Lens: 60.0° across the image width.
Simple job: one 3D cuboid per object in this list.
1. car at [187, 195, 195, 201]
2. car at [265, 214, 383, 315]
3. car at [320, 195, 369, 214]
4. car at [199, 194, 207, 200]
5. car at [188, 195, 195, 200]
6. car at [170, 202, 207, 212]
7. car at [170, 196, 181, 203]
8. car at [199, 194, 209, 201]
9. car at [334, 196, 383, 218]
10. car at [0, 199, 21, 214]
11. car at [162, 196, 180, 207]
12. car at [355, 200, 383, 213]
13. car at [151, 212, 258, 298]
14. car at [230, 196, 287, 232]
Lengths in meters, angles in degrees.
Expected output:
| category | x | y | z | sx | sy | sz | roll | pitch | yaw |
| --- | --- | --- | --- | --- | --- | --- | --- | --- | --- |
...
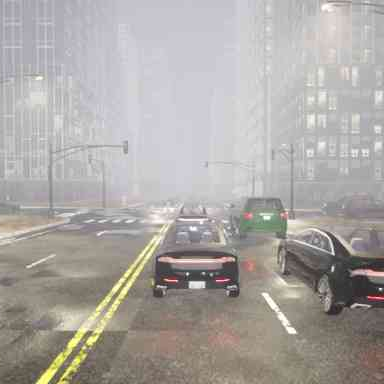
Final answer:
| category | x | y | z | sx | sy | sz | roll | pitch | yaw |
| --- | --- | --- | --- | --- | --- | --- | --- | --- | --- |
| car | -0.229 | 1.480 | 80.874 | 2.033 | 1.411 | 5.357 | 0 | 0 | 0 |
| car | 3.326 | 1.490 | 7.514 | 2.128 | 1.511 | 4.902 | 0 | 0 | 0 |
| car | 16.847 | 1.348 | 35.899 | 5.566 | 2.045 | 2.150 | 1 | 1 | 1 |
| car | 2.991 | 1.319 | 91.300 | 1.994 | 1.385 | 4.181 | 0 | 0 | 0 |
| car | -0.260 | 1.362 | 91.321 | 1.895 | 1.301 | 4.718 | 0 | 0 | 0 |
| car | 0.049 | 1.487 | 17.708 | 2.128 | 1.511 | 4.902 | 0 | 0 | 0 |
| car | -3.451 | 1.512 | 70.637 | 1.994 | 1.385 | 4.181 | 0 | 0 | 0 |
| car | 3.019 | 1.535 | 81.327 | 1.895 | 1.301 | 4.718 | 0 | 0 | 0 |
| car | 16.115 | 1.527 | 30.130 | 5.009 | 1.841 | 2.192 | 1 | 0 | 1 |
| car | -19.488 | 1.417 | 33.202 | 4.181 | 1.385 | 1.994 | 1 | 1 | 1 |
| car | -3.488 | 1.469 | 51.400 | 2.128 | 1.511 | 4.902 | 0 | 0 | 0 |
| car | 21.700 | 1.653 | 38.432 | 4.829 | 1.417 | 1.752 | 1 | 0 | 1 |
| car | 0.076 | 1.490 | 8.523 | 2.128 | 1.511 | 4.902 | 0 | 0 | 0 |
| car | 3.300 | 1.218 | 17.356 | 2.150 | 2.045 | 5.566 | 0 | 0 | 0 |
